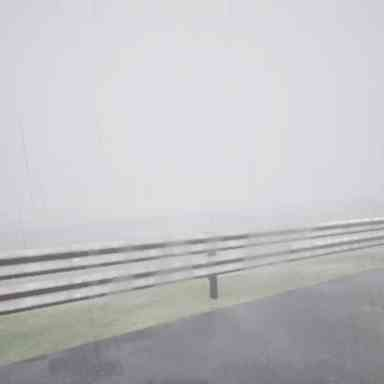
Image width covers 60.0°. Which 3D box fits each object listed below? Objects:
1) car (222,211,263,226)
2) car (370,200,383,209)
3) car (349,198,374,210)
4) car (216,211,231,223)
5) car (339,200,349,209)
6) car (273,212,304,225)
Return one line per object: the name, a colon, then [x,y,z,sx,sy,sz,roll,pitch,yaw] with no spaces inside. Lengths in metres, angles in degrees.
car: [7.531,3.861,47.468,5.357,1.411,2.033,-4,2,-27]
car: [33.118,2.405,56.583,4.892,1.490,1.837,-4,2,-27]
car: [31.545,2.089,59.707,5.566,2.045,2.150,-4,2,-27]
car: [5.903,3.653,50.566,4.553,1.767,2.097,-4,2,-27]
car: [29.936,2.351,62.817,4.902,1.511,2.128,-4,2,-27]
car: [13.559,3.608,46.613,4.902,1.511,2.128,-4,2,-27]
